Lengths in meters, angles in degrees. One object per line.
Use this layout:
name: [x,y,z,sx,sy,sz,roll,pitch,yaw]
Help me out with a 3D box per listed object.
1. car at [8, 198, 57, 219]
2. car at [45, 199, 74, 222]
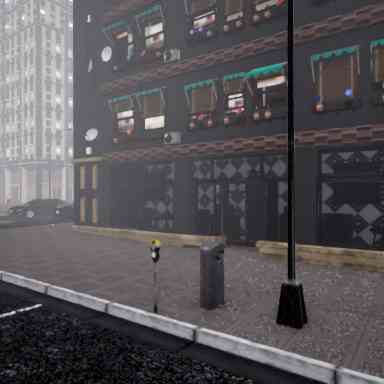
car: [-11.901,1.238,26.400,1.837,1.490,4.892,0,1,35]
car: [-7.336,1.279,22.805,1.947,1.339,4.313,1,1,35]
